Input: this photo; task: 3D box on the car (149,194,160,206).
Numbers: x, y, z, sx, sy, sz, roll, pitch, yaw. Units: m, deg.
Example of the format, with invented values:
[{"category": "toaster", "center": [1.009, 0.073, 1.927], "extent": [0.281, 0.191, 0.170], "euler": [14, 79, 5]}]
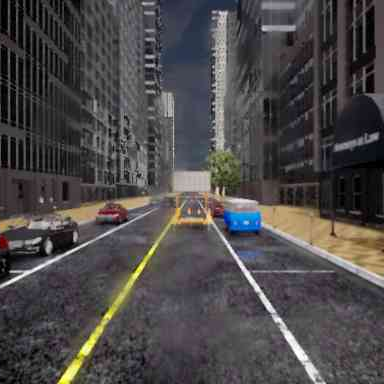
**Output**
[{"category": "car", "center": [-5.706, 1.417, 52.528], "extent": [2.008, 1.369, 4.403], "euler": [0, 0, 0]}]

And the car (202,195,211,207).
[{"category": "car", "center": [2.676, 1.464, 46.835], "extent": [1.802, 1.307, 4.206], "euler": [0, 0, 0]}]

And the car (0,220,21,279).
[{"category": "car", "center": [-5.693, 1.424, 6.989], "extent": [1.967, 1.590, 4.097], "euler": [0, 0, 0]}]

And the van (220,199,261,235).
[{"category": "van", "center": [2.685, 1.296, 18.373], "extent": [1.690, 1.788, 3.998], "euler": [0, 0, 0]}]

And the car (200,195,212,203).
[{"category": "car", "center": [2.672, 1.379, 63.912], "extent": [2.008, 1.369, 4.403], "euler": [0, 0, 0]}]

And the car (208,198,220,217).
[{"category": "car", "center": [2.681, 1.508, 29.757], "extent": [1.802, 1.307, 4.206], "euler": [0, 0, 0]}]

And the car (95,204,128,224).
[{"category": "car", "center": [-5.698, 1.522, 24.065], "extent": [1.802, 1.307, 4.206], "euler": [0, 0, 0]}]

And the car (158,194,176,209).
[{"category": "car", "center": [-3.101, 1.394, 44.271], "extent": [1.837, 1.490, 4.892], "euler": [0, 0, 0]}]

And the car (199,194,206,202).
[{"category": "car", "center": [2.673, 1.399, 58.220], "extent": [2.008, 1.369, 4.403], "euler": [0, 0, 0]}]

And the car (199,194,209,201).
[{"category": "car", "center": [2.669, 1.222, 75.297], "extent": [1.967, 1.590, 4.097], "euler": [0, 0, 0]}]

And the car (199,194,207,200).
[{"category": "car", "center": [2.667, 1.199, 80.989], "extent": [1.967, 1.590, 4.097], "euler": [0, 0, 0]}]

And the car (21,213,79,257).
[{"category": "car", "center": [-5.694, 1.520, 12.681], "extent": [2.008, 1.369, 4.403], "euler": [0, 0, 0]}]

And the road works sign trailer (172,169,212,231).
[{"category": "road works sign trailer", "center": [-0.006, 0.414, 20.389], "extent": [2.380, 3.560, 2.880], "euler": [0, 0, 0]}]
